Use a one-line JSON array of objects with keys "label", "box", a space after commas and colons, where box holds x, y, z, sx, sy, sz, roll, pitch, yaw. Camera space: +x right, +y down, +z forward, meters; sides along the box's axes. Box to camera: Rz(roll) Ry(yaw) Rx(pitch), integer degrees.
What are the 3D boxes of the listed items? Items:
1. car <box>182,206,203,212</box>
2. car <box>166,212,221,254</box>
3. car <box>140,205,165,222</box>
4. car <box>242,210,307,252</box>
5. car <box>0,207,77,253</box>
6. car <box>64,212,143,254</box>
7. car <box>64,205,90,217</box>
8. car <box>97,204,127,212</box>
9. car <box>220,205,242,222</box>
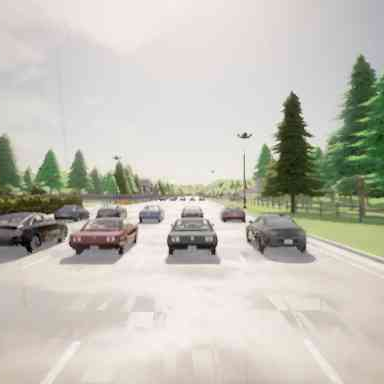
[{"label": "car", "box": [0.033, 1.878, 29.106, 1.895, 1.301, 4.718, 0, -1, 0]}, {"label": "car", "box": [0.016, 1.736, 14.106, 1.895, 1.301, 4.718, 0, -1, 0]}, {"label": "car", "box": [-3.468, 1.824, 28.992, 2.033, 1.411, 5.357, 0, -1, 0]}, {"label": "car", "box": [3.519, 1.663, 14.399, 1.812, 1.442, 4.674, 0, 0, 0]}, {"label": "car", "box": [-6.982, 1.630, 14.307, 2.128, 1.511, 4.902, 0, 0, 0]}, {"label": "car", "box": [-3.484, 1.736, 14.110, 1.895, 1.301, 4.718, 0, -1, 0]}, {"label": "car", "box": [-10.466, 1.844, 29.306, 1.994, 1.385, 4.181, 0, 0, 1]}, {"label": "car", "box": [-6.963, 1.772, 29.312, 2.128, 1.511, 4.902, 0, 0, 0]}, {"label": "car", "box": [3.534, 1.844, 29.291, 1.994, 1.385, 4.181, 0, 0, 1]}]
